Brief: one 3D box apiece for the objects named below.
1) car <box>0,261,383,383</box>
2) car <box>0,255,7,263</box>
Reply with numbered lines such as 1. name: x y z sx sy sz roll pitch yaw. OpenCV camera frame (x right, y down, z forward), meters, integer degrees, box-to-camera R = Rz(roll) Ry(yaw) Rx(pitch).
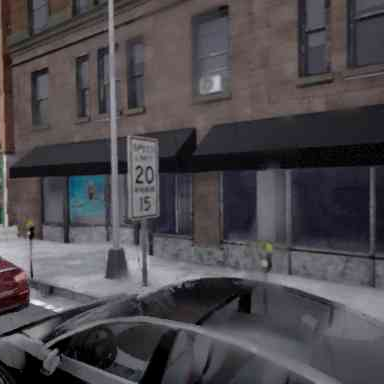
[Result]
1. car: -0.035 1.471 2.860 4.313 1.339 1.947 0 2 34
2. car: -4.544 1.469 5.856 4.206 1.307 1.802 0 2 34
